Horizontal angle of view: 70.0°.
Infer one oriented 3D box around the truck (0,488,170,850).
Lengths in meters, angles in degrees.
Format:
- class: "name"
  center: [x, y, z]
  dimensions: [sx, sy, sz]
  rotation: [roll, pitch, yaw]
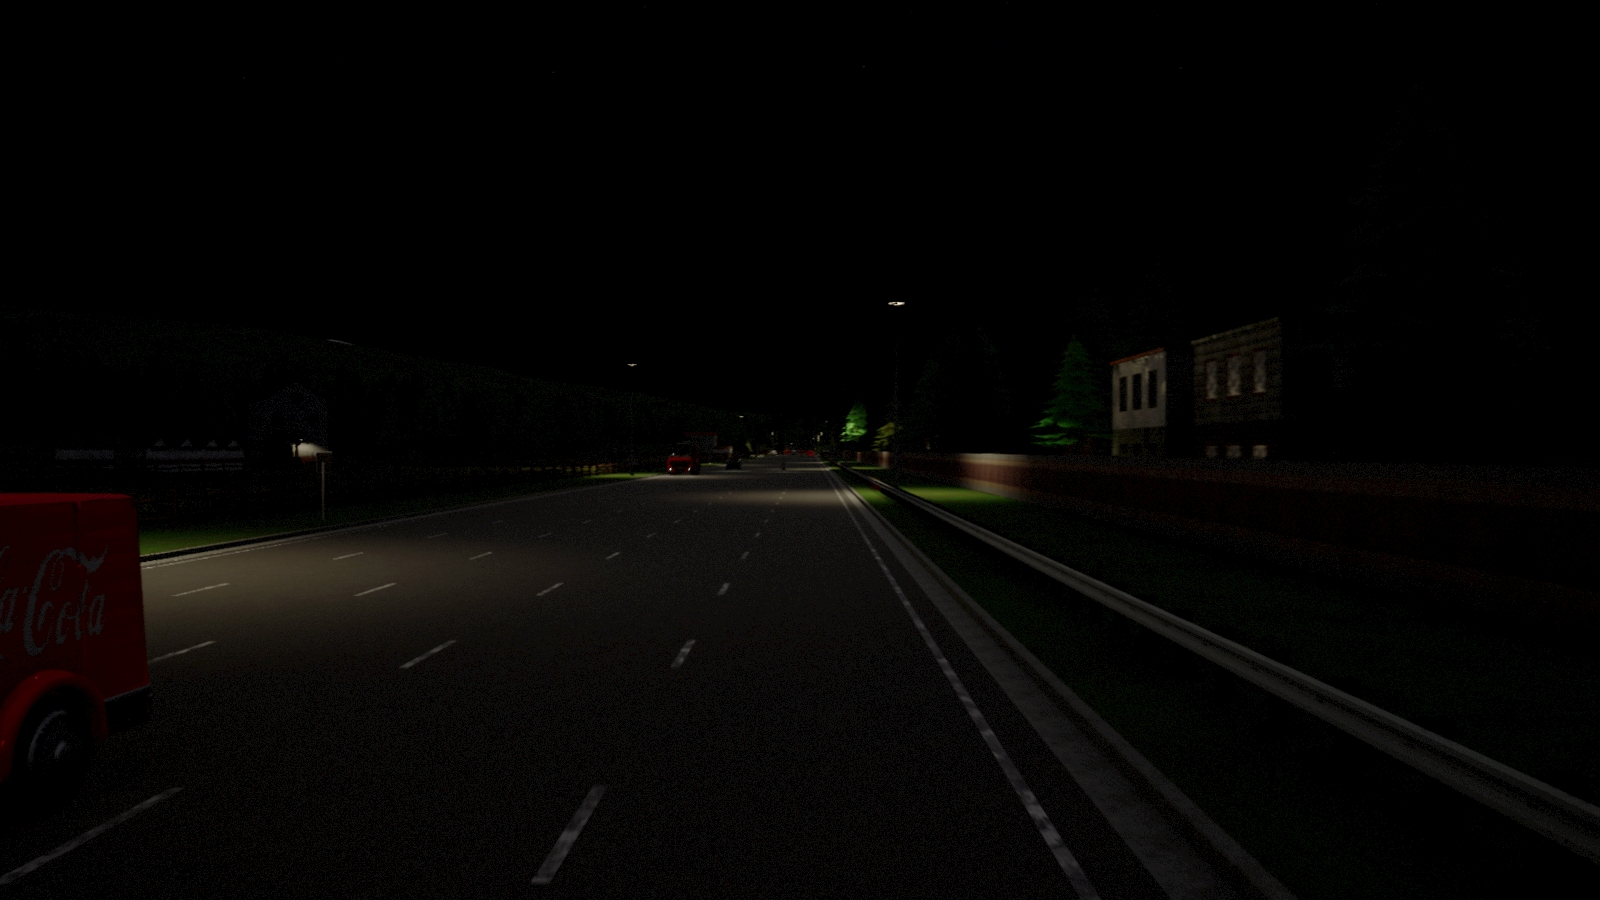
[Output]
- class: "truck"
  center: [-6.933, 1.572, 7.561]
  dimensions: [2.627, 2.467, 5.204]
  rotation: [0, 0, 1]
